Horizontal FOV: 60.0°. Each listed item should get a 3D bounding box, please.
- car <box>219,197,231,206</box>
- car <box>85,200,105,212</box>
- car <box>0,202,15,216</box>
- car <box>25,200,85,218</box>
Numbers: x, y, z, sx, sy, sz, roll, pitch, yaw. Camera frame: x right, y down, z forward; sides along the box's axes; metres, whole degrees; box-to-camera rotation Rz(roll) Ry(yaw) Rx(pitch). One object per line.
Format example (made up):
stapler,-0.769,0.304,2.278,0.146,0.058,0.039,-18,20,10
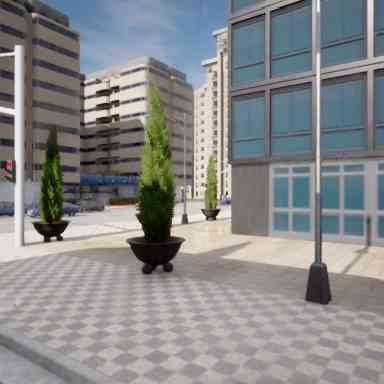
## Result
car,5.421,1.574,55.505,1.812,1.442,4.674,0,0,36
car,-11.859,1.611,37.292,1.994,1.385,4.181,0,0,35
car,-17.191,1.594,29.760,2.033,1.411,5.357,0,0,35
car,-12.535,1.574,30.244,1.812,1.442,4.674,0,0,35
